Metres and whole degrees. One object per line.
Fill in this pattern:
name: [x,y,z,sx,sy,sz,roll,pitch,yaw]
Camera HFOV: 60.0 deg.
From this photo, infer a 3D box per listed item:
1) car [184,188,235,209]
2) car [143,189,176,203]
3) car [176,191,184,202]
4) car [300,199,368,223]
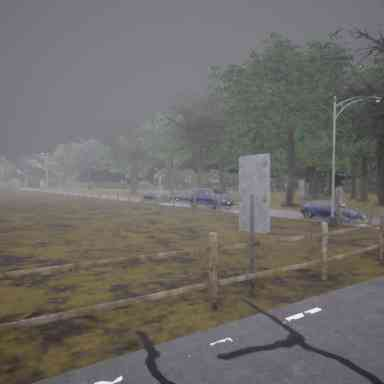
car: [1.937,0.616,34.002,2.150,2.045,5.566,0,1,-35]
car: [-4.561,0.479,43.158,2.097,1.767,4.553,0,1,-36]
car: [-1.996,0.644,44.639,1.837,1.490,4.892,0,1,-35]
car: [9.657,1.238,22.934,1.812,1.442,4.674,0,1,-32]
